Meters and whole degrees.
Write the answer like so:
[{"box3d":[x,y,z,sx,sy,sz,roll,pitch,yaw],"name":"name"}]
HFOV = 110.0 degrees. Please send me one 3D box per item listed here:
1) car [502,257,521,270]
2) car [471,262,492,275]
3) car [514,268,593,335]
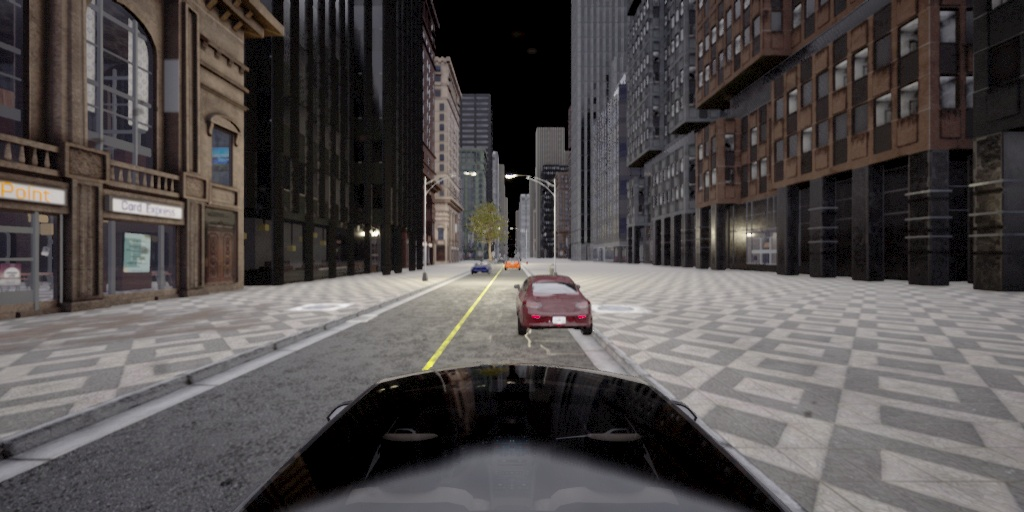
[{"box3d":[0.096,0.982,48.431,2.097,1.767,4.553,0,0,1],"name":"car"},{"box3d":[-3.100,1.254,36.653,1.895,1.301,4.718,0,0,0],"name":"car"},{"box3d":[1.049,1.250,10.246,1.812,1.442,4.674,0,0,0],"name":"car"}]
